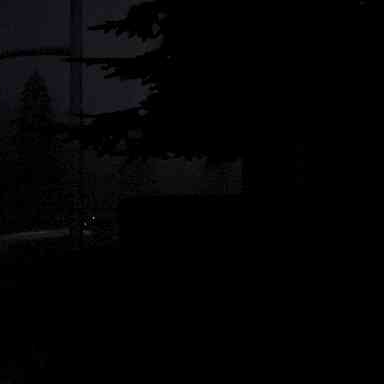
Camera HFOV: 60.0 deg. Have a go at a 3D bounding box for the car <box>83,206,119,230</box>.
[{"bbox_3d":[-5.019,1.585,21.411,1.895,1.301,4.718,0,0,36],"label":"car"}]
